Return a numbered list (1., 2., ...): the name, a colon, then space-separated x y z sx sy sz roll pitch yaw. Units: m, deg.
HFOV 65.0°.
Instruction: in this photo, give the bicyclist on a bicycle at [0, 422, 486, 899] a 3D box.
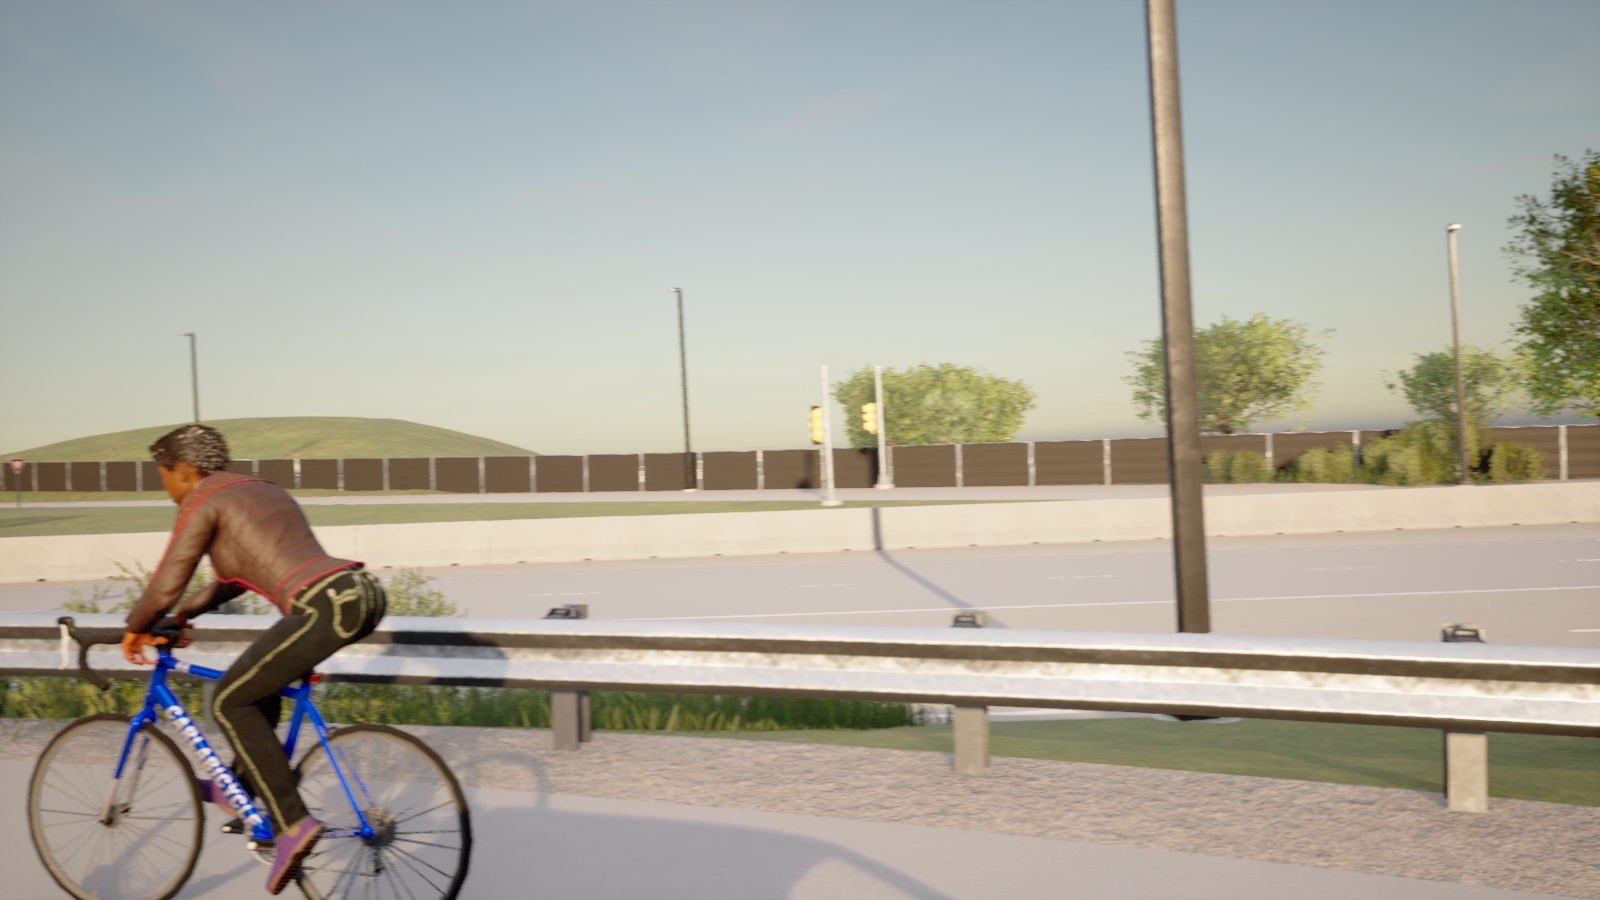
1. bicyclist on a bicycle: -1.925 0.729 4.075 1.656 1.620 0.582 0 1 13
